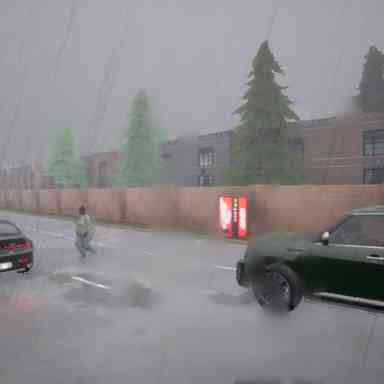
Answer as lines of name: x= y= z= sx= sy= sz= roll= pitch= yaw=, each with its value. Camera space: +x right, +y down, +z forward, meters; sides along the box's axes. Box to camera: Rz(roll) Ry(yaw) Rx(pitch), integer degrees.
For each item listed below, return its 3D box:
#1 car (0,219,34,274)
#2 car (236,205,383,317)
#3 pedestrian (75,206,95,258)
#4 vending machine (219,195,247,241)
car: x=-6.214 y=1.505 z=9.515 sx=4.892 sy=1.490 sz=1.837 roll=0 pitch=0 yaw=43
car: x=3.530 y=1.221 z=5.841 sx=5.566 sy=2.045 sz=2.150 roll=0 pitch=0 yaw=38
pedestrian: x=-3.579 y=1.294 z=11.105 sx=0.375 sy=1.860 sz=0.375 roll=0 pitch=0 yaw=42
vending machine: x=1.982 y=1.195 z=16.014 sx=0.880 sy=2.100 sz=1.100 roll=0 pitch=0 yaw=42
